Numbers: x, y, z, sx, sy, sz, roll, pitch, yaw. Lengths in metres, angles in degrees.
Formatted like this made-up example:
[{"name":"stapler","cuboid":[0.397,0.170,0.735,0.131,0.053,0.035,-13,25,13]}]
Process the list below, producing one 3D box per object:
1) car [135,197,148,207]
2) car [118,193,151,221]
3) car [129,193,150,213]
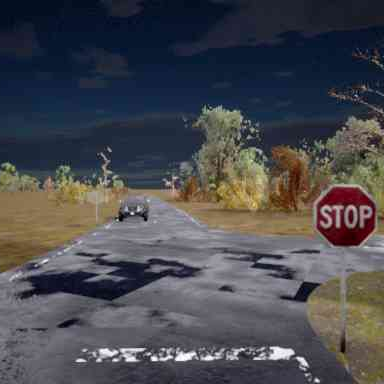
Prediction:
[{"name":"car","cuboid":[-7.834,1.538,51.757,1.994,1.385,4.181,0,0,-8]},{"name":"car","cuboid":[-4.632,1.210,27.043,2.150,2.045,5.566,0,0,-6]},{"name":"car","cuboid":[-5.895,1.202,37.714,2.150,2.045,5.566,0,0,-8]}]
